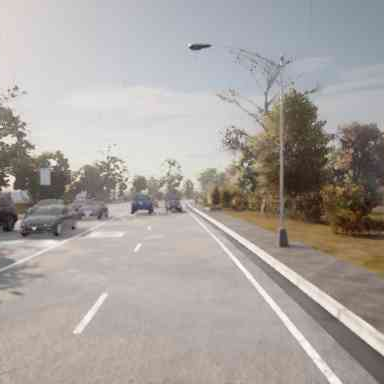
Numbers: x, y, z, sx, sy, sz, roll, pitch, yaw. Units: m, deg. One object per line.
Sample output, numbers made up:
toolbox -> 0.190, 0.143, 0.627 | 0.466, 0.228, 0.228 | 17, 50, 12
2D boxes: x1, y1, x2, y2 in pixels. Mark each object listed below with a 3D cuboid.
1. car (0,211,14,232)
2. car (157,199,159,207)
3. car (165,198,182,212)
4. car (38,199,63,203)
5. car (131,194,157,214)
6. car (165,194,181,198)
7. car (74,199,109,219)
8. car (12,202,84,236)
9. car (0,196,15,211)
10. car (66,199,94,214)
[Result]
car -> -7.360, 1.505, 9.256 | 2.128, 1.511, 4.902 | 0, 0, -2
car -> -6.425, 1.526, 52.557 | 2.097, 1.767, 4.553 | 0, 0, -2
car -> -2.178, 1.680, 39.499 | 1.895, 1.301, 4.718 | 0, 0, -4
car -> -11.880, 1.396, 27.515 | 2.097, 1.767, 4.553 | 0, 0, -4
car -> -5.387, 1.289, 36.586 | 2.150, 2.045, 5.566 | 0, -1, -4
car -> -2.847, 1.367, 49.473 | 2.150, 2.045, 5.566 | 0, 0, -3
car -> -8.469, 1.534, 28.928 | 2.128, 1.511, 4.902 | 0, 0, -4
car -> -7.825, 1.522, 18.657 | 1.837, 1.490, 4.892 | 0, 0, -3
car -> -11.262, 1.243, 17.433 | 2.150, 2.045, 5.566 | 0, 0, -3
car -> -12.579, 1.593, 37.703 | 1.837, 1.490, 4.892 | 0, 0, -4
